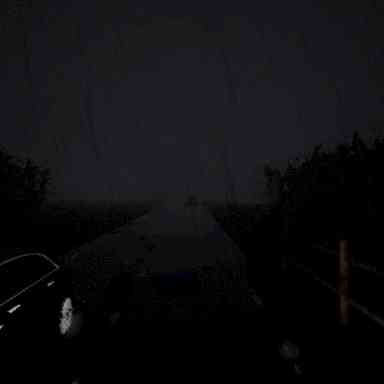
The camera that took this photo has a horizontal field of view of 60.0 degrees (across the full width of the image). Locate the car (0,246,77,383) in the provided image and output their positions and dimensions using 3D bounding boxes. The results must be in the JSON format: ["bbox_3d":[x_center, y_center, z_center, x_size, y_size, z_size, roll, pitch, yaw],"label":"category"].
[{"bbox_3d":[-2.841,1.504,3.748,1.837,1.490,4.892,0,0,0],"label":"car"}]

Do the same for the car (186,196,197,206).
[{"bbox_3d":[-0.015,1.549,58.309,1.837,1.490,4.892,0,0,0],"label":"car"}]

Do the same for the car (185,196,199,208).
[{"bbox_3d":[-0.013,1.520,47.912,2.128,1.511,4.902,0,0,0],"label":"car"}]
